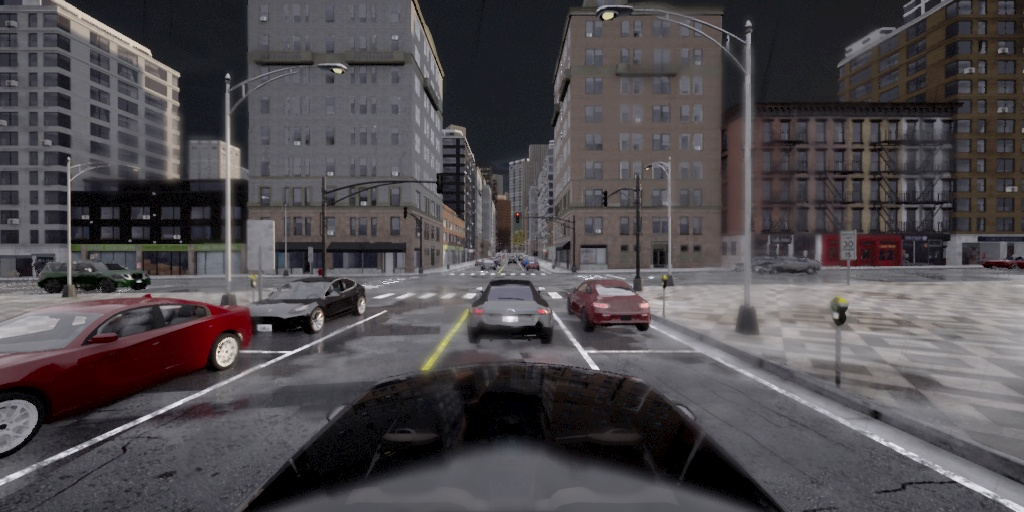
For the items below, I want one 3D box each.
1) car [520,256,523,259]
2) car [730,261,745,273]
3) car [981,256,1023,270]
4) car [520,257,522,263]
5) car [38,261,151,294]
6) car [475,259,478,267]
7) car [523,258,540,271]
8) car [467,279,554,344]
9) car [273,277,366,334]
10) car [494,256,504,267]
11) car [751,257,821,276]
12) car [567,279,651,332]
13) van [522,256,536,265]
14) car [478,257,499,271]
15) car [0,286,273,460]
[{"bbox_3d":[2.826,1.201,64.505,1.802,1.307,4.207,0,0,0],"label":"car"},{"bbox_3d":[22.936,0.862,33.212,4.902,1.511,2.128,-1,0,0],"label":"car"},{"bbox_3d":[46.840,0.649,33.187,4.718,1.301,1.895,-1,0,0],"label":"car"},{"bbox_3d":[2.810,1.185,58.948,1.888,1.381,4.507,0,0,0],"label":"car"},{"bbox_3d":[-26.867,1.328,23.156,5.566,2.045,2.150,-1,0,0],"label":"car"},{"bbox_3d":[-5.700,1.200,64.533,1.802,1.307,4.207,0,0,0],"label":"car"},{"bbox_3d":[2.778,1.256,47.845,1.802,1.307,4.207,0,0,0],"label":"car"},{"bbox_3d":[-0.038,1.312,9.635,1.994,1.385,4.181,0,0,0],"label":"car"},{"bbox_3d":[-5.810,1.314,10.587,1.948,1.339,4.313,0,0,0],"label":"car"},{"bbox_3d":[-2.988,1.164,64.882,2.033,1.411,5.357,0,0,1],"label":"car"},{"bbox_3d":[22.952,0.879,29.962,4.902,1.511,2.128,-1,0,0],"label":"car"},{"bbox_3d":[2.715,1.330,10.634,1.802,1.307,4.207,0,0,0],"label":"car"},{"bbox_3d":[2.794,0.998,53.397,1.690,1.789,3.998,0,0,0],"label":"van"},{"bbox_3d":[-3.084,1.201,47.372,1.812,1.442,4.674,0,0,0],"label":"car"},{"bbox_3d":[-5.778,1.294,4.943,1.888,1.381,4.507,0,0,0],"label":"car"}]
